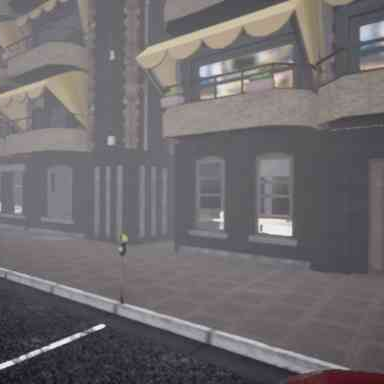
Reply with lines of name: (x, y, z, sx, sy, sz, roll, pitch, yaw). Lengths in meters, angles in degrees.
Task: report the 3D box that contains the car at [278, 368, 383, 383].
car: (2.216, 1.592, 1.295, 4.206, 1.307, 1.802, 1, 0, 35)
